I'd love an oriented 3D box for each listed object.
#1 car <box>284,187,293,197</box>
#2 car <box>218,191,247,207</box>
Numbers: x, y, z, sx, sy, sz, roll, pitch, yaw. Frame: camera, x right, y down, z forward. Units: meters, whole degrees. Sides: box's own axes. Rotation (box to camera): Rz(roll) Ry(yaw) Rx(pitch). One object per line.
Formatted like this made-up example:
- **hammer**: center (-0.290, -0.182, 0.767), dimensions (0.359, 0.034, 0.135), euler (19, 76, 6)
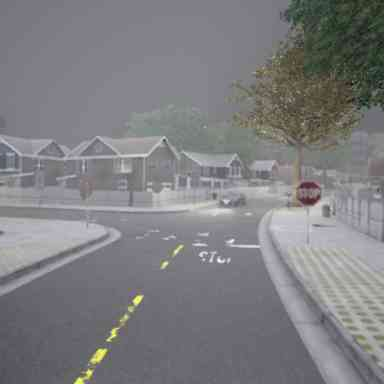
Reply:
- **car**: center (16.768, -0.032, 55.187), dimensions (2.128, 1.511, 4.902), euler (1, 2, 33)
- **car**: center (4.018, 0.647, 32.386), dimensions (2.128, 1.511, 4.902), euler (1, 2, 22)
